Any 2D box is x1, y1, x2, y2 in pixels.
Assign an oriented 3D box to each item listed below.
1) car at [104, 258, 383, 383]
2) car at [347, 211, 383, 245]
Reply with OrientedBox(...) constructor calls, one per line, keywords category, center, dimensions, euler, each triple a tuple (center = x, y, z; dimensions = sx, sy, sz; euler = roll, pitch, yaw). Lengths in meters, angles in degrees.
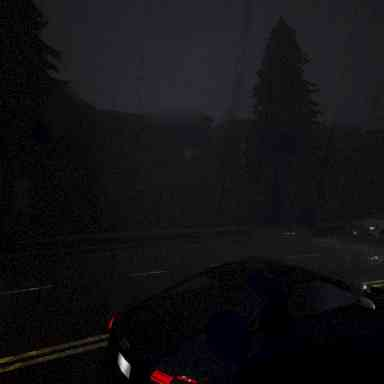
OrientedBox(category="car", center=(1.100, 1.564, 4.088), dimensions=(4.181, 1.385, 1.994), euler=(0, 0, -30))
OrientedBox(category="car", center=(9.463, 1.526, 15.303), dimensions=(4.674, 1.442, 1.812), euler=(0, 0, -15))
